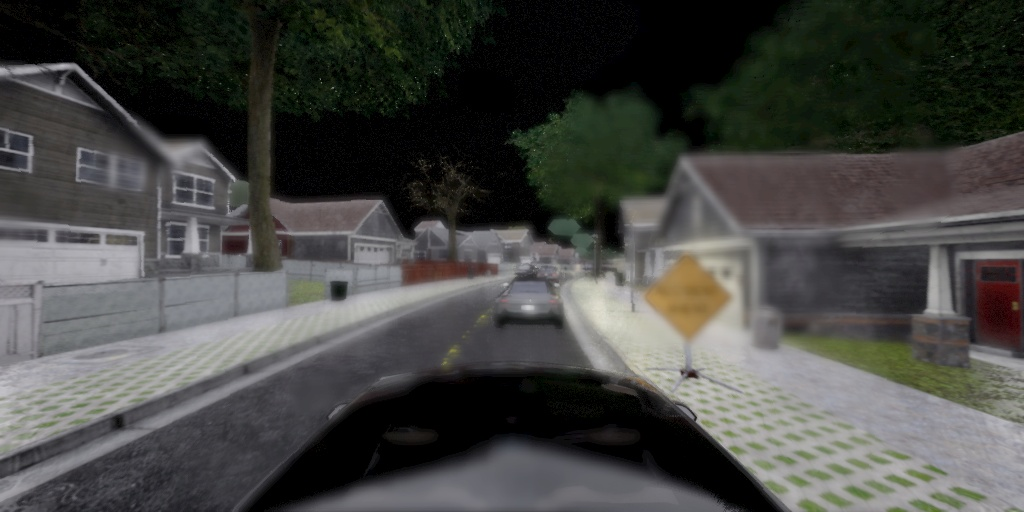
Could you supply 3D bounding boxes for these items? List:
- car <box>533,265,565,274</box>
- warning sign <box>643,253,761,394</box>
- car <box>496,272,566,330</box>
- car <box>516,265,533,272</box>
[{"bbox_3d":[3.328,1.624,29.819,2.033,1.411,5.357,0,-1,12],"label":"car"},{"bbox_3d":[2.581,0.883,5.229,1.300,1.860,1.060,0,0,2],"label":"warning sign"},{"bbox_3d":[0.645,1.377,11.493,1.994,1.385,4.181,0,0,5],"label":"car"},{"bbox_3d":[1.685,1.659,35.484,1.882,1.535,5.008,0,-1,14],"label":"car"}]
